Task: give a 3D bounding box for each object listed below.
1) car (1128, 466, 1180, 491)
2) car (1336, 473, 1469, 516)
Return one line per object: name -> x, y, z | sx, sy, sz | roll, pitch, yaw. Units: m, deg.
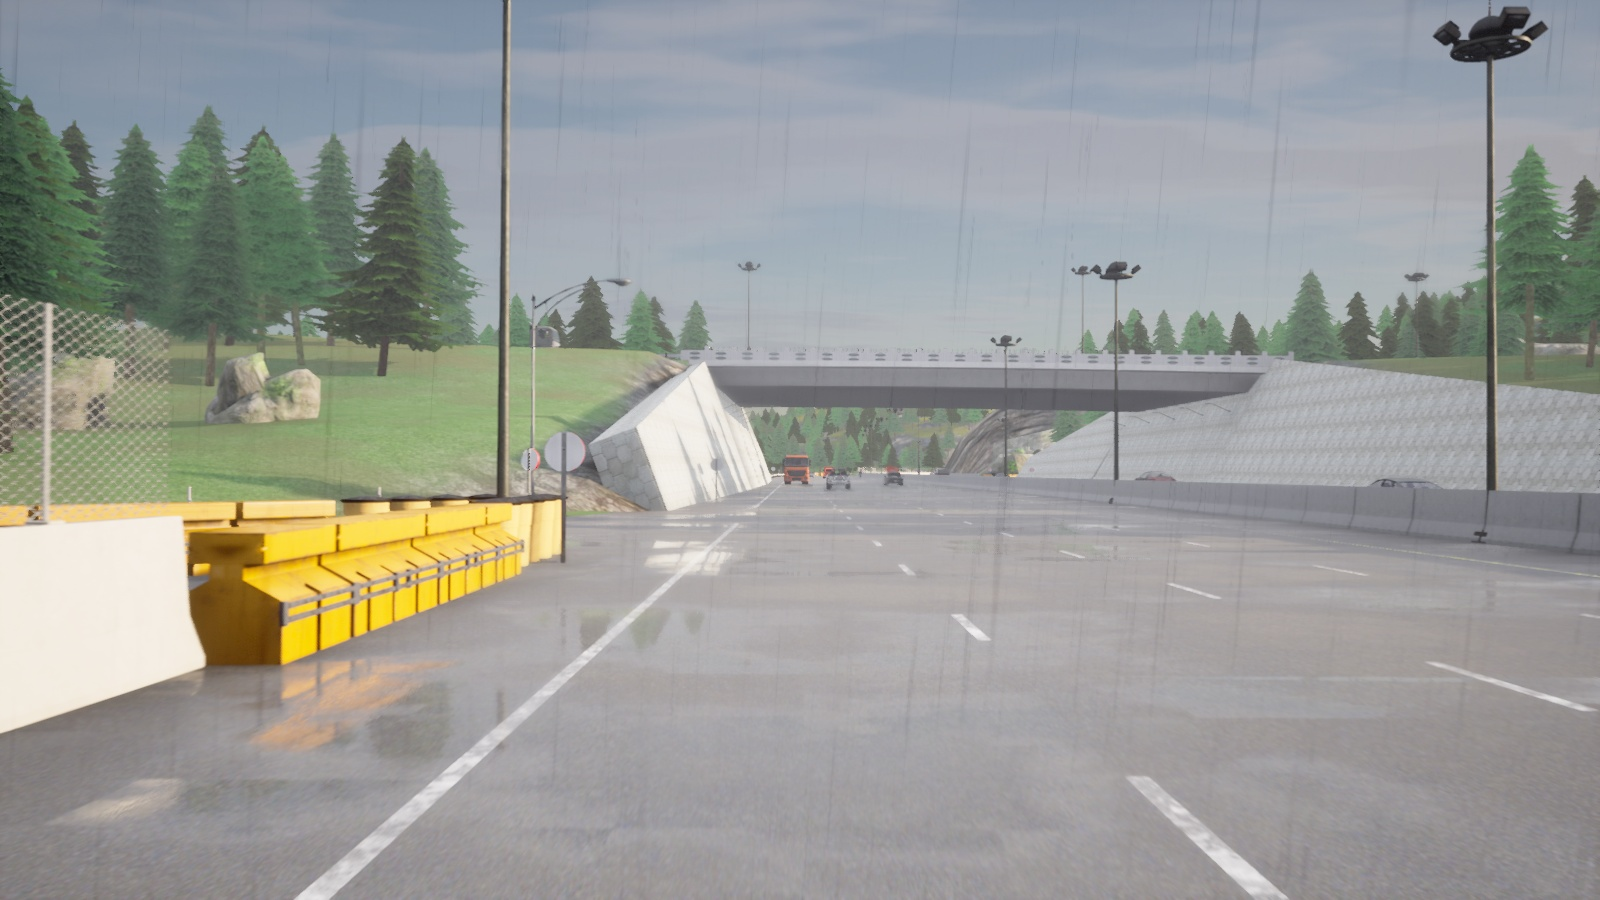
car -> 24.290, 1.941, 86.338 | 2.152, 1.651, 5.027 | 0, -1, 0
car -> 20.894, 1.513, 43.850 | 2.033, 1.411, 5.357 | 0, -1, 0
